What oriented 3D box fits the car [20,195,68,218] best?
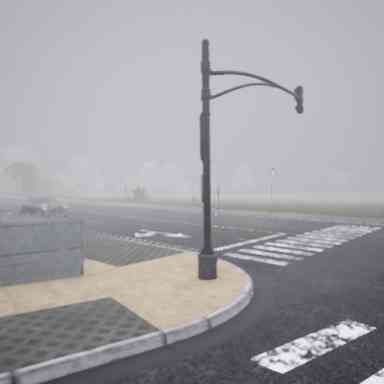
[{"bbox_3d":[-11.445,1.079,25.728,4.553,1.767,2.097,1,2,43],"label":"car"}]
